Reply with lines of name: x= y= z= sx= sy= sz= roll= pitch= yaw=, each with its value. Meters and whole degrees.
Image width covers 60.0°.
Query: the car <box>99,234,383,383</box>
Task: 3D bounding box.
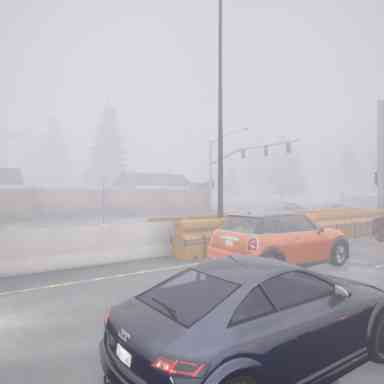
car: x=0.963 y=1.564 z=4.424 sx=4.181 sy=1.385 sz=1.994 roll=0 pitch=0 yaw=-35

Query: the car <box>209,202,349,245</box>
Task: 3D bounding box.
car: x=2.704 y=1.352 z=9.956 sx=4.553 sy=1.767 sz=2.097 roll=0 pitch=0 yaw=-35

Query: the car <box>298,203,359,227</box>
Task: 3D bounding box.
car: x=9.796 y=1.536 z=23.709 sx=4.674 sy=1.442 sz=1.812 roll=0 pitch=0 yaw=-35

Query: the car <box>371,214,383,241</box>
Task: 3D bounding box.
car: x=10.245 y=1.478 z=15.359 sx=5.008 sy=1.535 sz=1.882 roll=0 pitch=0 yaw=-36
